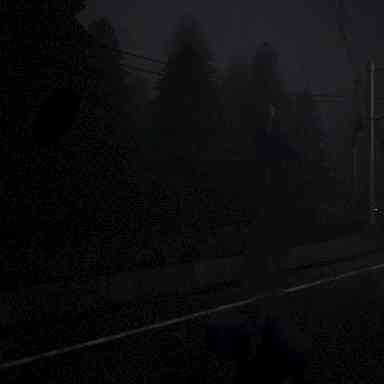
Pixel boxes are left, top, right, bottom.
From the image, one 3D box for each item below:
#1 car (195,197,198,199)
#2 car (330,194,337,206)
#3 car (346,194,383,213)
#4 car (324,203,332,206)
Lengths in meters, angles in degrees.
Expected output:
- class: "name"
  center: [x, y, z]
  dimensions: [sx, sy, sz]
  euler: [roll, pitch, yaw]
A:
- class: "car"
  center: [-0.118, 1.593, 65.234]
  dimensions: [4.718, 1.301, 1.895]
  euler: [0, 0, 27]
- class: "car"
  center: [17.677, 1.213, 47.097]
  dimensions: [2.150, 2.045, 5.566]
  euler: [0, 0, -29]
- class: "car"
  center: [18.032, 1.215, 34.012]
  dimensions: [2.150, 2.045, 5.566]
  euler: [0, 0, -6]
- class: "car"
  center: [15.228, 1.540, 43.871]
  dimensions: [2.033, 1.411, 5.357]
  euler: [0, 0, -27]
